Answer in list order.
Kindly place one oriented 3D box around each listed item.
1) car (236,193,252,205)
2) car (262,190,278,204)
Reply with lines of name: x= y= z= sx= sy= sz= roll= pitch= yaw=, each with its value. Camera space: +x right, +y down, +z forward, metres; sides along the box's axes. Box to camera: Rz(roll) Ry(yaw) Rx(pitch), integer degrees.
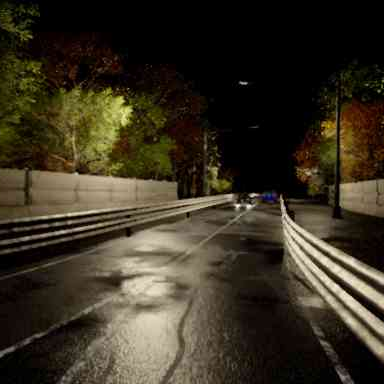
car: x=7.318 y=0.961 z=46.737 sx=1.837 sy=1.490 sz=4.892 roll=1 pitch=0 yaw=15
car: x=11.946 y=0.690 z=51.320 sx=2.150 sy=2.045 sz=5.566 roll=1 pitch=0 yaw=15
